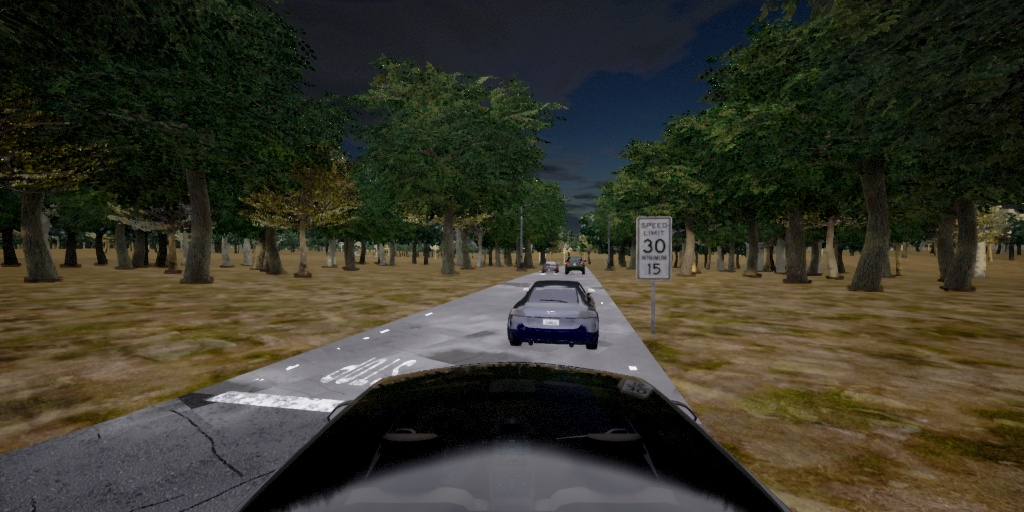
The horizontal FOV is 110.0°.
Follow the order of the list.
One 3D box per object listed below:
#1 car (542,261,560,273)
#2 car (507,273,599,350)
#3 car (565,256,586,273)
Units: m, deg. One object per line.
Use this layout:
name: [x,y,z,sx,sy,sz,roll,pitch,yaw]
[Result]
car: [4.803,1.358,44.377,1.812,1.442,4.674,0,0,11]
car: [1.164,1.307,9.215,1.994,1.385,4.181,0,0,11]
car: [7.245,1.033,40.964,2.150,2.045,5.566,0,0,12]
